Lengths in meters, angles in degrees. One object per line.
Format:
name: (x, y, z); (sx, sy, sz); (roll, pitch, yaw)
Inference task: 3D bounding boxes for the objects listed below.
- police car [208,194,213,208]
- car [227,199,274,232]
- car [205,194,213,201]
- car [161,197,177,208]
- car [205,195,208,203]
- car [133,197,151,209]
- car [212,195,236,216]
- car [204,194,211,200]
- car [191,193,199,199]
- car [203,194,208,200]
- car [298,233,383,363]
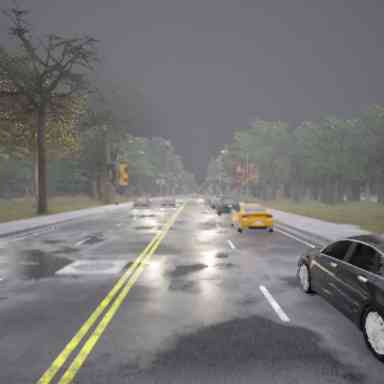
police car: (3.422, 1.371, 42.123); (2.038, 1.542, 4.974); (0, 0, 0)
car: (3.390, 1.410, 19.450); (1.882, 1.535, 5.008); (0, 0, 0)
car: (3.793, 1.240, 75.281); (1.801, 1.575, 5.366); (0, 0, 1)
car: (-3.130, 1.383, 44.998); (1.812, 1.442, 4.674); (0, 0, 1)
car: (3.522, 1.437, 53.143); (1.895, 1.301, 4.718); (0, 0, 1)
car: (-6.398, 1.387, 43.211); (1.812, 1.442, 4.674); (0, 0, 1)
car: (3.344, 1.249, 31.102); (2.097, 1.767, 4.553); (0, 0, 0)
car: (3.959, 1.266, 86.080); (1.837, 1.490, 4.892); (0, 0, 1)
car: (0.872, 1.041, 95.548); (2.097, 1.767, 4.553); (0, 0, 1)
car: (3.644, 1.356, 64.102); (2.033, 1.411, 5.357); (0, 0, 1)
car: (3.355, 1.485, 5.800); (1.837, 1.490, 4.892); (0, 0, 0)
